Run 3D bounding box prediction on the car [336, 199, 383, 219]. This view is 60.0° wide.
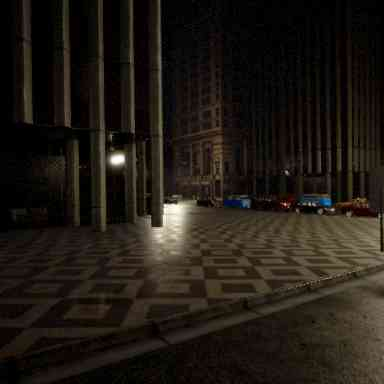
[{"bbox_3d":[15.365,1.567,28.915,1.887,1.381,4.507,-1,1,-36],"label":"car"}]

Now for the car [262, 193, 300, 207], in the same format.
[{"bbox_3d":[12.601,1.130,47.335,2.192,1.841,5.009,-1,1,-36],"label":"car"}]

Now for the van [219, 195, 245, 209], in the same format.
[{"bbox_3d":[5.672,1.294,42.361,1.690,1.788,3.998,-1,1,-36],"label":"van"}]

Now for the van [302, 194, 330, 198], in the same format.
[{"bbox_3d":[15.830,1.178,42.852,1.690,1.788,3.998,-1,1,-36],"label":"van"}]

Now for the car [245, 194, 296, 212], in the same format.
[{"bbox_3d":[8.902,1.290,37.878,2.192,1.841,5.009,-1,1,-36],"label":"car"}]

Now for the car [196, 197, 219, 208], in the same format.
[{"bbox_3d":[2.443,1.371,46.843,1.967,1.590,4.097,-1,1,-36],"label":"car"}]

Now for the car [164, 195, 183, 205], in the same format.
[{"bbox_3d":[-4.018,1.438,55.810,2.008,1.369,4.403,-1,1,-36],"label":"car"}]

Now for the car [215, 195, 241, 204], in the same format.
[{"bbox_3d":[6.047,1.296,56.442,1.752,1.417,4.829,-1,1,-36],"label":"car"}]

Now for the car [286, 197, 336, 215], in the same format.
[{"bbox_3d":[12.135,1.549,33.397,2.008,1.369,4.403,-1,1,-36],"label":"car"}]

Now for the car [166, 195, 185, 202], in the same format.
[{"bbox_3d":[-3.539,1.257,69.755,2.008,1.369,4.403,-1,1,-36],"label":"car"}]
